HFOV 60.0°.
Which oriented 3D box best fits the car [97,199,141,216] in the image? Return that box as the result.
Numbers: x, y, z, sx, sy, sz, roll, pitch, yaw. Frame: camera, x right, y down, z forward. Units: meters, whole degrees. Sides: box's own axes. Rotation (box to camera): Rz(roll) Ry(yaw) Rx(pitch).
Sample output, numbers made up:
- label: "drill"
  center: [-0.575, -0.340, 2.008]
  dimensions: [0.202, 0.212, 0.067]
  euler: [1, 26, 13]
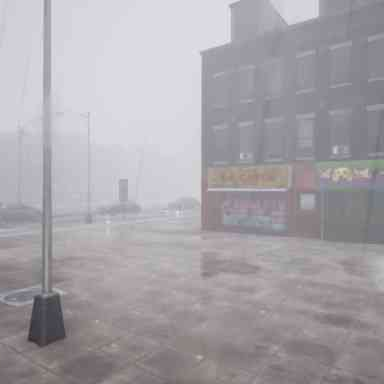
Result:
- label: "car"
  center: [-6.866, 1.435, 31.784]
  dimensions: [1.812, 1.442, 4.674]
  euler: [0, 0, 35]

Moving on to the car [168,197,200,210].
- label: "car"
  center: [-0.912, 1.378, 40.200]
  dimensions: [1.837, 1.490, 4.892]
  euler: [0, 0, 36]

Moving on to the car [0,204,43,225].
- label: "car"
  center: [-12.736, 1.512, 23.470]
  dimensions: [1.994, 1.385, 4.181]
  euler: [0, 0, 36]
